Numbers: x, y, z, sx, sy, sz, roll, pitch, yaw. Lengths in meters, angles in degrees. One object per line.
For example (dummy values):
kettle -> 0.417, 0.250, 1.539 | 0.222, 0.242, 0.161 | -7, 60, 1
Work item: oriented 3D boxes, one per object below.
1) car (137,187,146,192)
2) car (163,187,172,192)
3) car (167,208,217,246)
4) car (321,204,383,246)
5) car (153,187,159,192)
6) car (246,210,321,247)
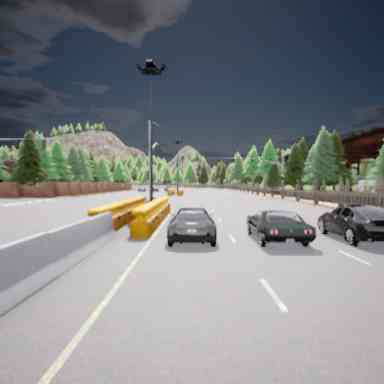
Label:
car -> -13.591, -0.681, 90.198 | 2.128, 1.511, 4.902 | 0, 1, 0
car -> -6.592, -0.706, 90.161 | 1.837, 1.490, 4.892 | 0, 1, 0
car -> 0.009, 1.347, 14.197 | 1.994, 1.385, 4.181 | 0, 2, 0
car -> 7.009, 1.290, 14.203 | 1.837, 1.490, 4.892 | 0, 2, 0
car -> -10.092, -0.666, 90.180 | 2.033, 1.411, 5.357 | 0, 1, 0
car -> 3.506, 1.388, 14.024 | 1.895, 1.301, 4.718 | 0, 2, 0
